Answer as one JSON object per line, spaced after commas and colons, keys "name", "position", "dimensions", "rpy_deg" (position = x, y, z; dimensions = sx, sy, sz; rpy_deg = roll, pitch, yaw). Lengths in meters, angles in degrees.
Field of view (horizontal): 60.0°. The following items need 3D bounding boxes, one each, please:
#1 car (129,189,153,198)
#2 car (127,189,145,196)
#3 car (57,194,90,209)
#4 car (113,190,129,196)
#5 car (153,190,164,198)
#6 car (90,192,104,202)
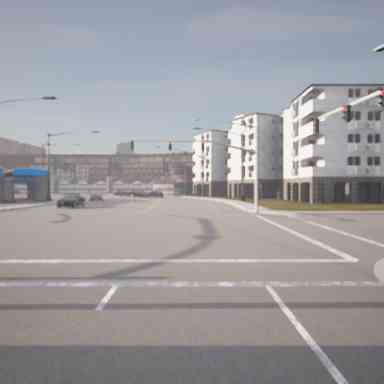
{"name": "car", "position": [-10.668, 0.470, 69.109], "dimensions": [2.128, 1.511, 4.902], "rpy_deg": [-1, 1, -32]}
{"name": "car", "position": [-13.246, 0.138, 78.250], "dimensions": [1.837, 1.490, 4.892], "rpy_deg": [-1, 1, -45]}
{"name": "car", "position": [-13.496, 0.975, 37.329], "dimensions": [1.882, 1.535, 5.008], "rpy_deg": [0, 1, 0]}
{"name": "car", "position": [-16.157, 0.241, 76.238], "dimensions": [1.812, 1.442, 4.674], "rpy_deg": [-1, 1, -45]}
{"name": "car", "position": [-7.788, 0.407, 71.103], "dimensions": [1.837, 1.490, 4.892], "rpy_deg": [-1, 1, -32]}
{"name": "car", "position": [-14.647, 0.783, 51.241], "dimensions": [1.812, 1.442, 4.674], "rpy_deg": [0, 1, -14]}
